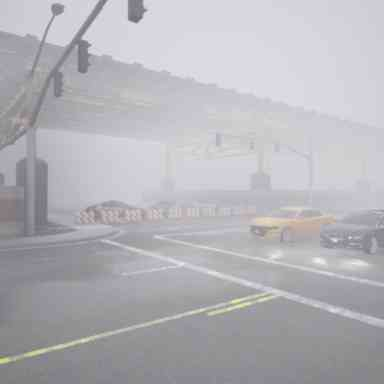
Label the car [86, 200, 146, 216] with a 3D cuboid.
[{"bbox_3d":[-6.239,1.294,27.619,4.536,1.218,1.853,0,0,8],"label":"car"}]

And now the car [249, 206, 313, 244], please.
[{"bbox_3d":[4.912,1.477,16.078,5.008,1.535,1.882,0,0,-35],"label":"car"}]

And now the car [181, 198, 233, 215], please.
[{"bbox_3d":[1.475,1.451,34.049,4.974,1.542,2.038,0,0,-7],"label":"car"}]

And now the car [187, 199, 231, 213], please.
[{"bbox_3d":[1.423,1.294,34.042,4.536,1.218,1.853,0,0,-7],"label":"car"}]

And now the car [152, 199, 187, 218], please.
[{"bbox_3d":[-2.440,1.452,30.293,2.038,1.542,4.974,0,0,18],"label":"car"}]

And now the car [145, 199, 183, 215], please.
[{"bbox_3d":[-2.424,1.294,30.343,1.853,1.218,4.536,0,0,18],"label":"car"}]

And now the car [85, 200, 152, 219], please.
[{"bbox_3d":[-6.188,1.452,27.612,4.974,1.542,2.038,0,0,8],"label":"car"}]

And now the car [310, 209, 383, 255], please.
[{"bbox_3d":[7.105,1.504,13.343,4.892,1.490,1.837,0,0,-35],"label":"car"}]
